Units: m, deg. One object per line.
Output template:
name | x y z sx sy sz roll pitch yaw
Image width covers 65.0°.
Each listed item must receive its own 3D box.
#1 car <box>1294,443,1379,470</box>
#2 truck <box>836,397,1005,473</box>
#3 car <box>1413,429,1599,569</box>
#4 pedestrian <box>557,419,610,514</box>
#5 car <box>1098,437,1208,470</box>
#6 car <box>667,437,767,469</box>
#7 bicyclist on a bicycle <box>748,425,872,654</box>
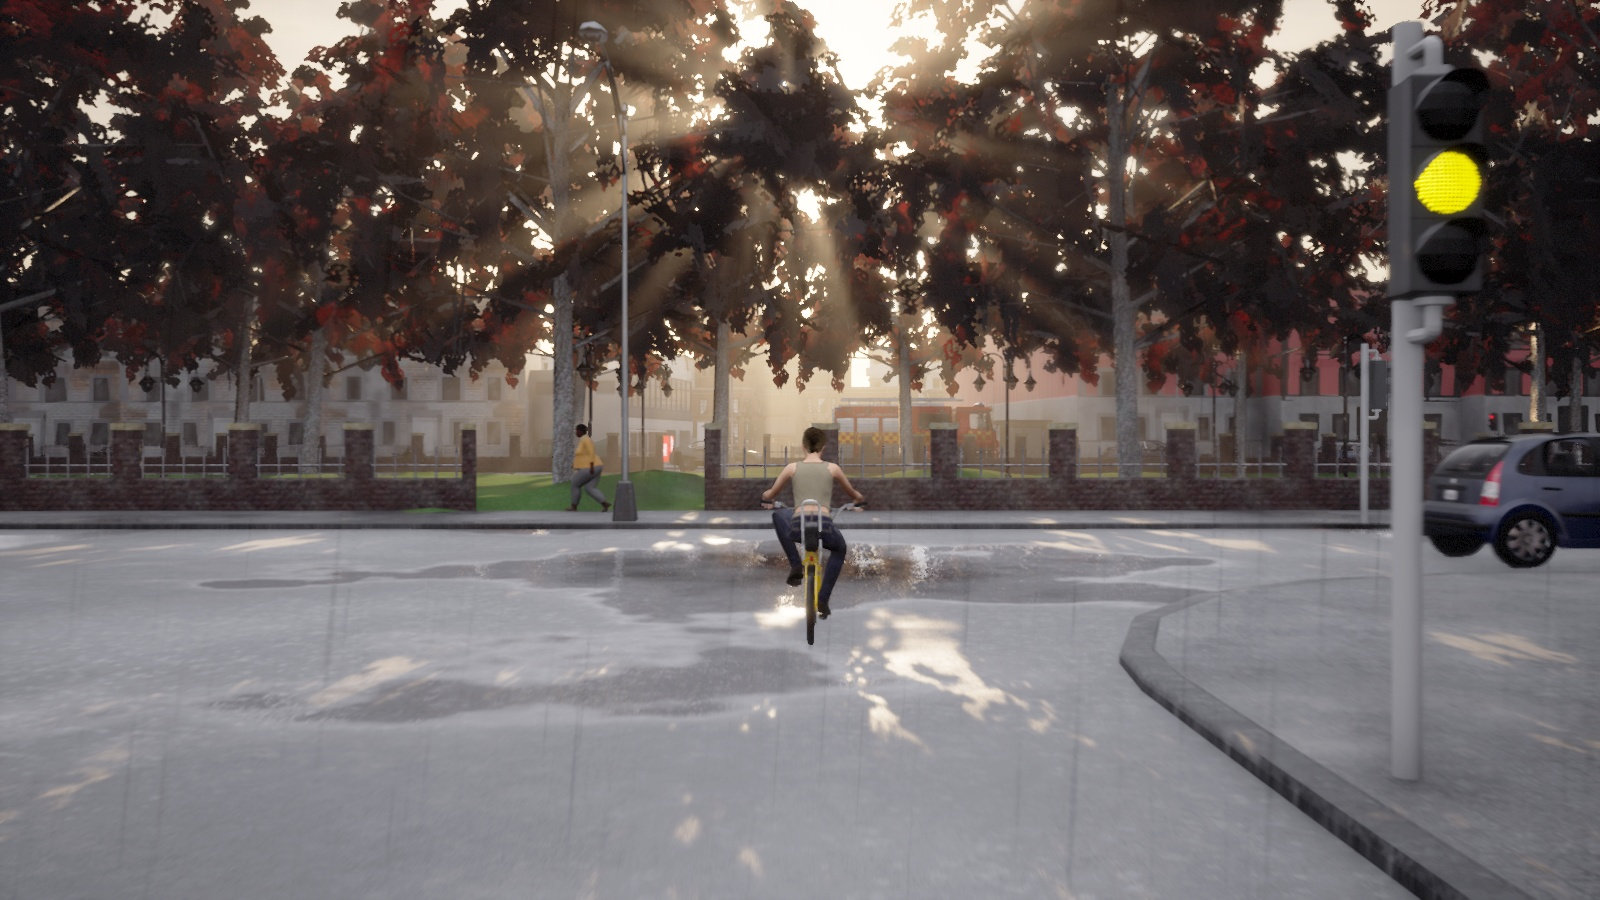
car | 29.310 0.348 68.719 3.806 1.475 1.970 0 0 0
truck | 6.128 -0.778 64.820 8.468 3.827 2.891 0 0 0
car | 10.035 0.565 15.531 3.988 1.617 1.851 0 0 -1
pedestrian | -4.293 0.312 24.935 0.900 1.855 0.874 0 0 0
car | 18.164 0.175 64.768 5.027 1.651 2.152 0 0 0
car | -4.261 0.156 64.876 5.027 1.651 2.152 0 0 1
bicyclist on a bicycle | 0.096 0.629 9.646 0.866 1.612 1.509 1 0 2
